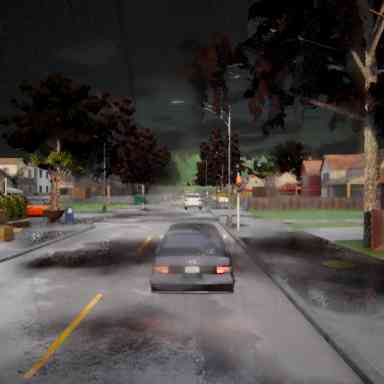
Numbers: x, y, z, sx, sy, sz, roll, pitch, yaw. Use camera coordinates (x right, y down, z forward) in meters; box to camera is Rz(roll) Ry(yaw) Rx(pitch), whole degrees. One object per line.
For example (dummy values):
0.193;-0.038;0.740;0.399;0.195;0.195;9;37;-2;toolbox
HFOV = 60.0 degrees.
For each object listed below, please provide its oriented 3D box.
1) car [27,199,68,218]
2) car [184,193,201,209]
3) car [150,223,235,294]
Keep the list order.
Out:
-12.552;1.344;28.103;4.553;1.767;2.097;0;0;-1;car
0.084;1.210;45.034;2.150;2.045;5.566;0;0;-1;car
0.022;1.545;8.913;2.033;1.411;5.357;0;0;0;car
